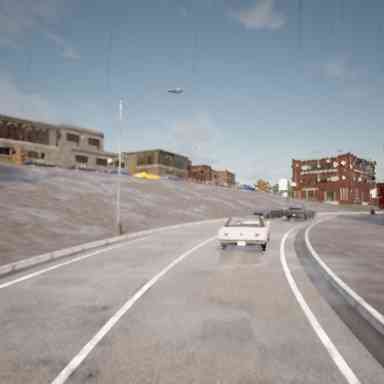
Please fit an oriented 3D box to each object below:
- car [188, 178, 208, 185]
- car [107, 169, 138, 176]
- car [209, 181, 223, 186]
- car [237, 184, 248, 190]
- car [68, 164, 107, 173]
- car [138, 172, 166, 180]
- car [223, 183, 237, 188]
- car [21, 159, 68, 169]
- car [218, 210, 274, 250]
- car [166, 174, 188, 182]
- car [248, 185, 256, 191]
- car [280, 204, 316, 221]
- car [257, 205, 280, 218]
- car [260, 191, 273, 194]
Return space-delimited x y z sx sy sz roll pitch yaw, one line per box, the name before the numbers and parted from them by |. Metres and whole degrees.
car | 0.153 -1.706 61.616 2.163 1.488 4.792 -3 -5 39
car | -10.758 -2.613 48.877 2.002 1.452 4.674 -3 -5 43
car | 3.560 -1.385 65.947 2.002 1.452 4.674 -3 -5 38
car | 10.096 -0.893 74.853 2.185 1.767 4.553 -2 -5 35
car | -14.543 -2.941 44.833 2.231 1.521 4.892 -3 -5 44
car | -7.061 -2.355 53.005 2.097 1.535 5.008 -3 -5 42
car | 6.815 -1.113 70.274 2.231 1.521 4.892 -3 -5 37
car | -18.384 -3.206 40.877 2.231 1.521 4.892 -3 -5 44
car | 2.498 1.706 14.912 1.895 1.301 4.718 -1 -1 15
car | -3.468 -2.179 57.200 2.185 1.767 4.553 -3 -5 41
car | 13.279 -0.648 79.468 2.435 2.045 5.566 -2 -5 34
car | 10.367 1.891 31.468 2.128 1.511 4.902 -2 -2 33
car | 7.927 2.096 34.595 2.033 1.411 5.357 -2 -3 35
car | 19.220 0.451 88.720 2.002 1.452 4.674 -2 -5 32
